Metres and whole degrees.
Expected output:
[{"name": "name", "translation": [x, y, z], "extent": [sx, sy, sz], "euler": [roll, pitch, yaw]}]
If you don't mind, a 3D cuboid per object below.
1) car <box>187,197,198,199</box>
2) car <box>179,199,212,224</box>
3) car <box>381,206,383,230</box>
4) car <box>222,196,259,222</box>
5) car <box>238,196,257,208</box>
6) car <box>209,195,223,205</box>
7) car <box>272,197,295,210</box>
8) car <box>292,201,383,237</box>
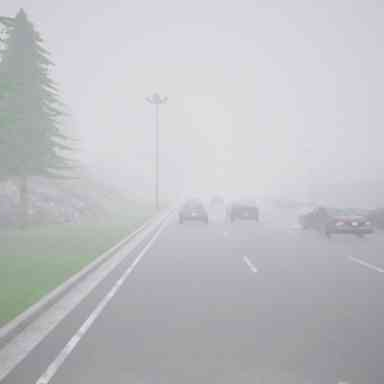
[{"name": "car", "translation": [0.090, 1.304, 44.809], "extent": [1.895, 1.301, 4.718], "euler": [0, 0, 0]}, {"name": "car", "translation": [0.102, 1.408, 23.484], "extent": [1.994, 1.385, 4.181], "euler": [0, 0, 0]}, {"name": "car", "translation": [10.600, 1.431, 17.390], "extent": [2.033, 1.411, 5.357], "euler": [0, 0, 0]}, {"name": "car", "translation": [3.601, 1.315, 24.425], "extent": [1.882, 1.535, 5.008], "euler": [0, 0, 0]}, {"name": "car", "translation": [7.076, 1.242, 42.828], "extent": [1.812, 1.442, 4.674], "euler": [0, 1, 0]}, {"name": "car", "translation": [3.601, 1.178, 49.176], "extent": [1.837, 1.490, 4.892], "euler": [0, 0, 0]}, {"name": "car", "translation": [10.542, 1.297, 37.892], "extent": [2.033, 1.411, 5.357], "euler": [0, 0, 0]}, {"name": "car", "translation": [7.100, 1.434, 17.032], "extent": [2.033, 1.411, 5.357], "euler": [0, 0, 0]}]
